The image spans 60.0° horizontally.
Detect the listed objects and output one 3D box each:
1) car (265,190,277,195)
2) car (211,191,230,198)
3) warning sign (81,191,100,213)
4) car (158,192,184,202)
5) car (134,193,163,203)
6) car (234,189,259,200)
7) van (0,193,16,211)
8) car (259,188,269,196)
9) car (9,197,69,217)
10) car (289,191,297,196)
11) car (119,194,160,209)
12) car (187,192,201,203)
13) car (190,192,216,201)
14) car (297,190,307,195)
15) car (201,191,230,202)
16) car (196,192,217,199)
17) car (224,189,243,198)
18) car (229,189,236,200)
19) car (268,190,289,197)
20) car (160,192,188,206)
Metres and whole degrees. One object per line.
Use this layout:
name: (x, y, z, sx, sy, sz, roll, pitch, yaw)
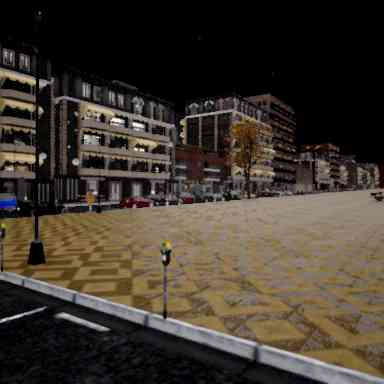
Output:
car: (21.887, 0.114, 92.091, 1.887, 1.381, 4.507, 2, 2, 35)
car: (5.942, 0.525, 69.057, 1.752, 1.417, 4.829, 2, 2, 35)
warning sign: (-8.813, 0.850, 28.884, 1.300, 1.860, 1.060, -1, 0, 35)
car: (-3.471, 0.807, 55.461, 2.008, 1.369, 4.403, 2, 2, 35)
car: (-6.641, 0.909, 50.882, 1.947, 1.339, 4.313, 2, 2, 35)
car: (9.856, 0.675, 59.988, 1.752, 1.417, 4.829, 2, 2, 35)
van: (-19.317, 1.035, 32.561, 1.690, 1.788, 3.998, 2, 2, 35)
car: (18.719, -0.030, 87.506, 2.192, 1.841, 5.009, 2, 2, 35)
car: (-12.429, 1.328, 27.798, 1.947, 1.339, 4.313, 2, 2, 35)
car: (22.437, 0.360, 78.163, 2.008, 1.369, 4.403, 2, 2, 35)
car: (-6.091, 1.131, 36.954, 1.887, 1.381, 4.507, 2, 2, 35)
car: (-1.212, 0.736, 48.745, 2.097, 1.767, 4.553, 1, 1, 35)
car: (2.031, 0.791, 58.703, 2.033, 1.411, 5.357, 1, 1, 35)
car: (28.778, 0.078, 87.319, 1.967, 1.590, 4.097, 2, 2, 35)
car: (3.419, 0.876, 50.691, 2.008, 1.369, 4.403, 2, 2, 35)
car: (2.869, 0.649, 64.619, 1.947, 1.339, 4.313, 2, 2, 35)
car: (9.211, 0.227, 73.770, 2.192, 1.841, 5.009, 2, 2, 35)
car: (7.326, 0.503, 61.078, 2.097, 1.767, 4.553, 1, 1, 35)
car: (19.268, 0.445, 73.586, 2.008, 1.369, 4.403, 2, 2, 35)
car: (-2.921, 1.050, 41.533, 2.008, 1.369, 4.403, 2, 2, 35)
